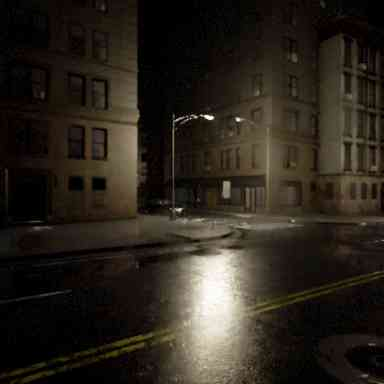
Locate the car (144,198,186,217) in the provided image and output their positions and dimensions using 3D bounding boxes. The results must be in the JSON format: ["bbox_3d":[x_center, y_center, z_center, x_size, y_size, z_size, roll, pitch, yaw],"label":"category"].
[{"bbox_3d":[-2.458,1.332,29.369,2.128,1.511,4.902,0,0,-37],"label":"car"}]
